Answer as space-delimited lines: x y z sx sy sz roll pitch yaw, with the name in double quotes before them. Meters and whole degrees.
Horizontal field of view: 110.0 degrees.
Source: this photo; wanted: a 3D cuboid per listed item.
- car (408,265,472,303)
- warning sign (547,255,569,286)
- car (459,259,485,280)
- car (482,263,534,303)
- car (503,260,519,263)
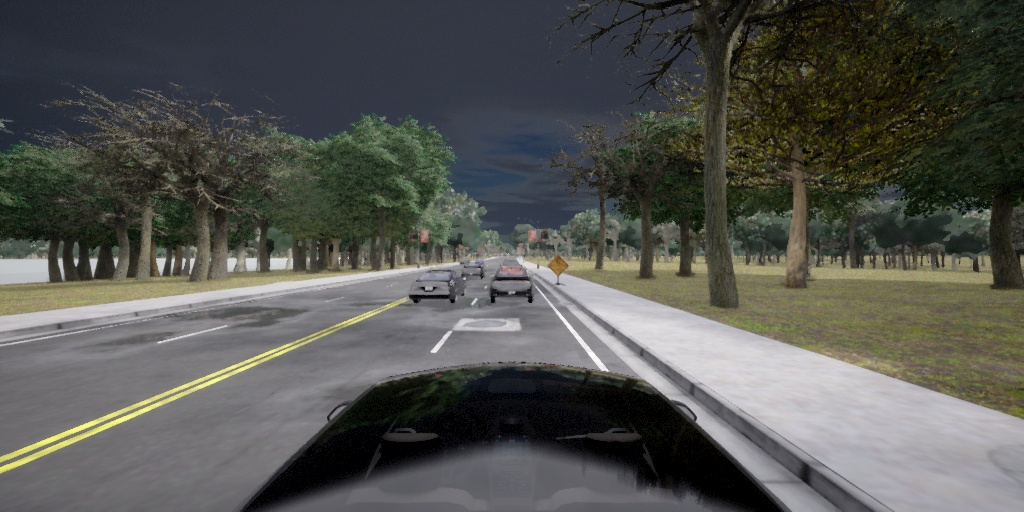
"car" -3.272 1.318 16.595 2.033 1.411 5.357 0 0 0
"warning sign" 2.811 0.872 21.826 1.300 1.860 1.060 0 0 0
"car" -3.336 1.260 31.600 2.128 1.511 4.902 0 0 0
"car" -0.022 1.250 16.604 2.128 1.511 4.902 0 0 0
"car" -0.086 1.132 31.589 2.097 1.767 4.553 0 0 0
